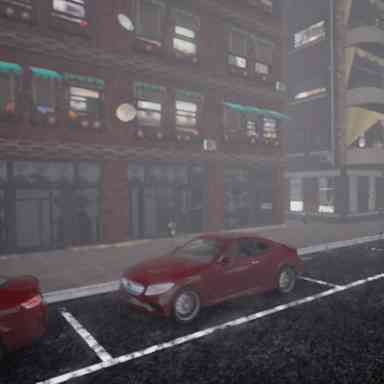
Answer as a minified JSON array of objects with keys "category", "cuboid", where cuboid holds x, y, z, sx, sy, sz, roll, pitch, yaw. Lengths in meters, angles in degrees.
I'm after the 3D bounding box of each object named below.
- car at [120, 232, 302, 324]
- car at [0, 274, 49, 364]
[{"category":"car","cuboid":[0.590,1.535,6.989,4.206,1.307,1.802,-1,0,-35]},{"category":"car","cuboid":[-3.909,1.594,3.780,4.206,1.307,1.802,-1,0,-35]}]
